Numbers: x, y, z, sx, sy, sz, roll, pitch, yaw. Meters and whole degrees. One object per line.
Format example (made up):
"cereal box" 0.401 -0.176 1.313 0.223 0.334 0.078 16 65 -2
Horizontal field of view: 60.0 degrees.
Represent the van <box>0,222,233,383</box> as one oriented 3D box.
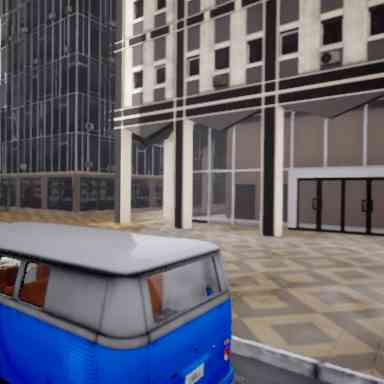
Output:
"van" -1.486 1.327 3.923 3.998 1.788 1.690 0 1 35
